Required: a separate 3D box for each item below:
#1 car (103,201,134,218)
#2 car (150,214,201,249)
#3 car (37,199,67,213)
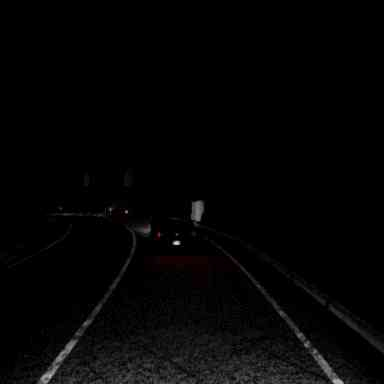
[{"bbox_3d":[-7.005,1.602,31.665,1.812,1.442,4.674,1,-1,-31],"label":"car"},{"bbox_3d":[-0.923,1.643,14.780,1.895,1.301,4.718,0,0,-9],"label":"car"},{"bbox_3d":[-15.458,1.498,36.677,2.128,1.511,4.902,1,-1,-45],"label":"car"}]
